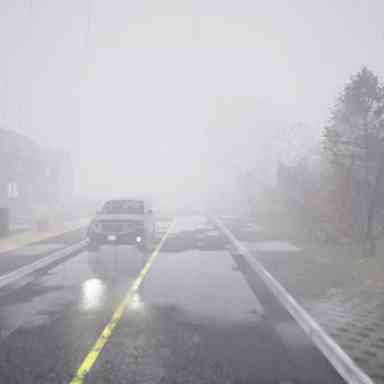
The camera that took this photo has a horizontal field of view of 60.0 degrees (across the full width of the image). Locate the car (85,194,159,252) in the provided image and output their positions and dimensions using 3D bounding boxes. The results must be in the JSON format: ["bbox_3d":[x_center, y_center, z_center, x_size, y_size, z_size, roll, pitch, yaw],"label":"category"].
[{"bbox_3d":[-2.830,1.267,14.465,2.150,2.045,5.566,0,0,0],"label":"car"}]

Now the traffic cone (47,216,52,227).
[{"bbox_3d":[-8.122,1.658,18.771,0.340,0.580,0.340,-15,-19,2],"label":"traffic cone"}]
